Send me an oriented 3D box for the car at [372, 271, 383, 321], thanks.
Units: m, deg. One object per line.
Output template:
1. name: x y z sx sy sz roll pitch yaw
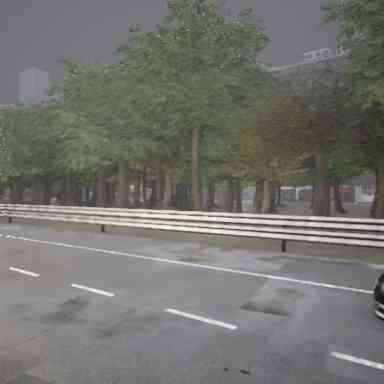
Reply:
1. car: 5.208 1.492 4.451 4.902 1.511 2.128 0 0 35
